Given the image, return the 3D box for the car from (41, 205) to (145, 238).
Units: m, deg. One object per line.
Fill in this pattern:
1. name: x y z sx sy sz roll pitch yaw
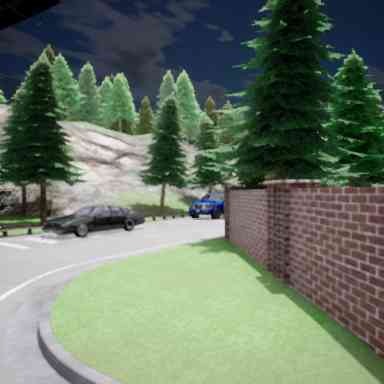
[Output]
1. car: -4.734 1.373 16.925 2.033 1.411 5.357 0 0 34

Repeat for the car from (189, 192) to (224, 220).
1. car: 1.983 1.049 26.704 2.150 2.045 5.566 0 0 34
